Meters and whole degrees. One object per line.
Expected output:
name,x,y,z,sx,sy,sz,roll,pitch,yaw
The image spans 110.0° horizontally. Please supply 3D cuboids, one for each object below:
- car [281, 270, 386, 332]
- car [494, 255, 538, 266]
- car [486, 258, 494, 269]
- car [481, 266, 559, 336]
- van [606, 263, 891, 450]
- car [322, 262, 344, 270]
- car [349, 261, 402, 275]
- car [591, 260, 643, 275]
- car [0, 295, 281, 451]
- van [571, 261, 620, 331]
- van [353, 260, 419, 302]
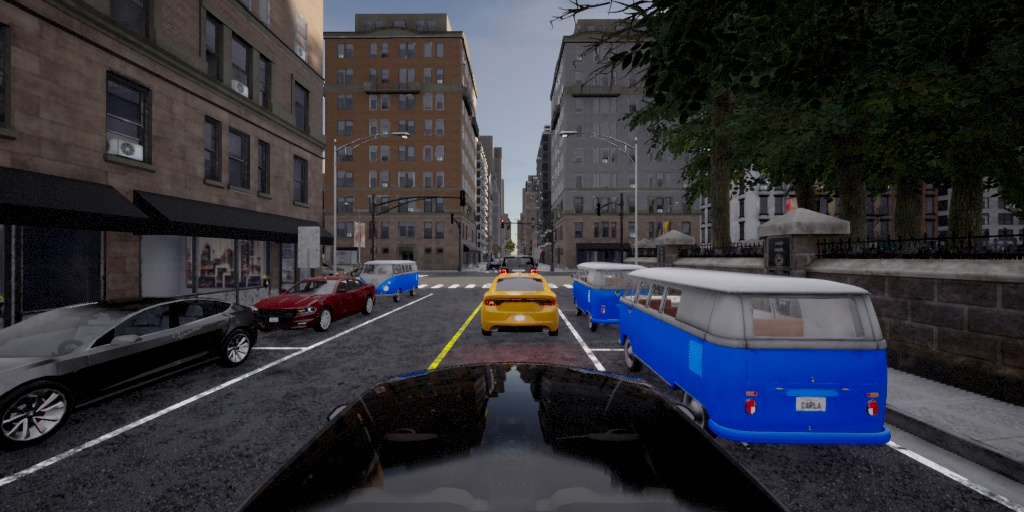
car,-5.694,1.293,10.884,1.888,1.381,4.507,0,0,1
car,0.332,0.965,20.426,2.150,2.045,5.566,0,0,0
car,-2.301,1.085,49.676,2.097,1.767,4.553,0,0,2
car,0.226,1.226,10.470,1.882,1.535,5.008,0,0,1
van,2.716,1.090,5.066,1.690,1.789,3.998,0,0,1
car,-16.200,1.279,28.671,5.357,1.411,2.033,0,0,1
car,-14.654,1.258,38.618,4.902,1.511,2.128,0,0,0
car,11.167,1.236,38.446,4.902,1.511,2.128,0,0,0
car,-5.807,1.315,5.225,1.948,1.339,4.313,0,0,1
van,2.830,1.089,10.723,1.690,1.789,3.998,0,0,1
van,-5.580,1.087,16.543,1.690,1.789,3.998,0,0,1
